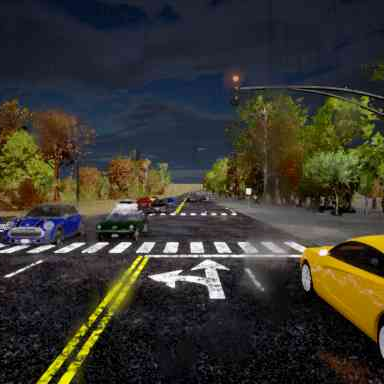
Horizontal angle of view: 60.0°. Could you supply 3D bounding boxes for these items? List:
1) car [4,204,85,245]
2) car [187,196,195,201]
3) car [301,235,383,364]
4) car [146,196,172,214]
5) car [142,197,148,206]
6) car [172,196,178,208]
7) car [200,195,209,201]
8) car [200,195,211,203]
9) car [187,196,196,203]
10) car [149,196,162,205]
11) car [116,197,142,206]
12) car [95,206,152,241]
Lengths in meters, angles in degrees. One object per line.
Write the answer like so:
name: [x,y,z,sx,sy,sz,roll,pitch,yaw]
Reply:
car: [-6.643,1.377,15.467,2.097,1.767,4.553,0,0,0]
car: [-0.228,1.608,82.020,1.895,1.301,4.718,0,0,0]
car: [3.347,1.444,5.450,1.882,1.535,5.008,0,1,0]
car: [-3.451,1.506,35.864,1.837,1.490,4.892,0,0,0]
car: [-6.725,1.481,47.218,1.882,1.535,5.008,0,0,0]
car: [-3.484,1.529,49.657,1.812,1.442,4.674,0,0,0]
car: [3.022,1.459,81.684,2.033,1.411,5.357,0,0,0]
car: [3.073,1.505,71.529,2.128,1.511,4.902,0,0,0]
car: [-0.159,1.567,72.197,1.994,1.385,4.181,0,0,0]
car: [-6.735,1.484,62.039,1.882,1.535,5.008,0,0,0]
car: [-6.697,1.515,34.263,1.812,1.442,4.674,0,-1,0]
car: [-3.402,1.619,16.865,1.895,1.301,4.718,0,0,0]
